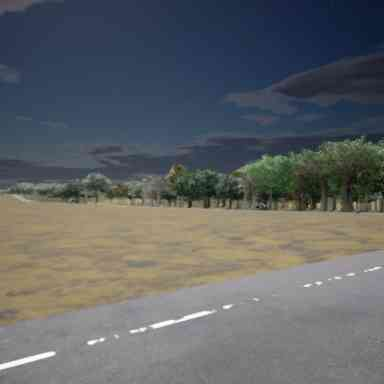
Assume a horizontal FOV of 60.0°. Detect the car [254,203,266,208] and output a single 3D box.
[{"bbox_3d":[17.269,3.552,83.240,2.097,1.767,4.553,2,-3,-33],"label":"car"}]
